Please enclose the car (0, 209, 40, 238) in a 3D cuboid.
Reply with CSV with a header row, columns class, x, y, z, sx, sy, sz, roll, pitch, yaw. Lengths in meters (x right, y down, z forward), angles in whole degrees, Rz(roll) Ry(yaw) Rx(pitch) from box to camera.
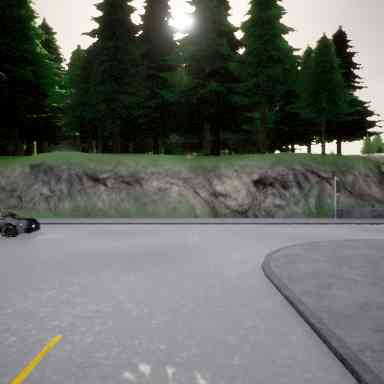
class,x,y,z,sx,sy,sz,roll,pitch,yaw
car,-10.104,1.566,17.053,4.181,1.385,1.994,0,0,0
